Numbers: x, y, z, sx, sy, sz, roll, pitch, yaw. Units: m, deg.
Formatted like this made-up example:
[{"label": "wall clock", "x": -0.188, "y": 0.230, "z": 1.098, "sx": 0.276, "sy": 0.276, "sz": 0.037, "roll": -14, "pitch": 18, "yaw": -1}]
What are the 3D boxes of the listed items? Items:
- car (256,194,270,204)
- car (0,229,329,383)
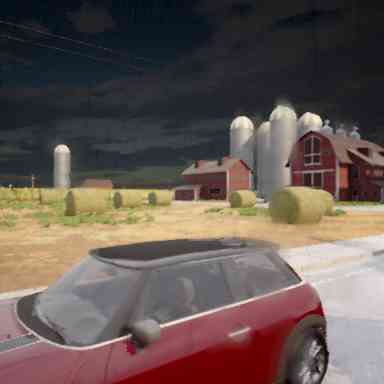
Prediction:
[{"label": "car", "x": 15.012, "y": 1.541, "z": 72.102, "sx": 3.866, "sy": 1.878, "sz": 1.905, "roll": -2, "pitch": 5, "yaw": 10}, {"label": "car", "x": -0.580, "y": 1.372, "z": 3.582, "sx": 4.553, "sy": 1.767, "sz": 2.097, "roll": 0, "pitch": 0, "yaw": -36}]
